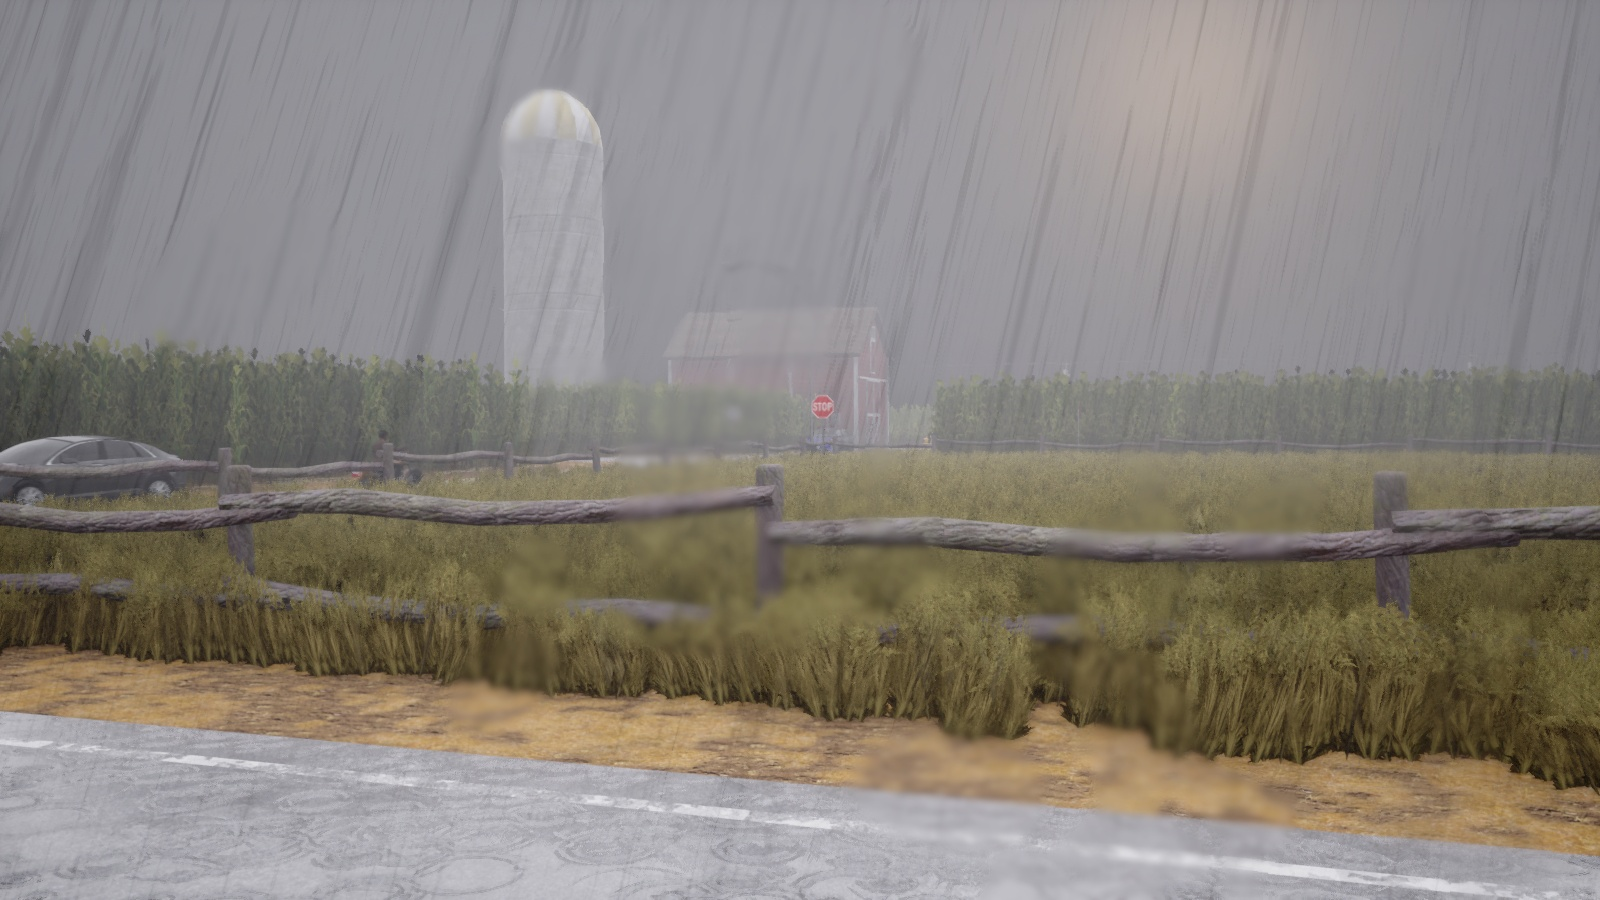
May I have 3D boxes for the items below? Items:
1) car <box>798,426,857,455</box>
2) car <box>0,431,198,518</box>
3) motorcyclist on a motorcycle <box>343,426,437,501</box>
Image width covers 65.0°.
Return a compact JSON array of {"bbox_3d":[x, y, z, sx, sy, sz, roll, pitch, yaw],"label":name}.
[{"bbox_3d":[1.597,-0.521,70.410,2.007,1.525,4.514,1,0,19],"label":"car"},{"bbox_3d":[-14.125,0.394,23.972,1.837,1.490,4.892,1,1,19],"label":"car"},{"bbox_3d":[-9.294,0.278,28.577,0.766,1.649,2.350,1,1,19],"label":"motorcyclist on a motorcycle"}]
